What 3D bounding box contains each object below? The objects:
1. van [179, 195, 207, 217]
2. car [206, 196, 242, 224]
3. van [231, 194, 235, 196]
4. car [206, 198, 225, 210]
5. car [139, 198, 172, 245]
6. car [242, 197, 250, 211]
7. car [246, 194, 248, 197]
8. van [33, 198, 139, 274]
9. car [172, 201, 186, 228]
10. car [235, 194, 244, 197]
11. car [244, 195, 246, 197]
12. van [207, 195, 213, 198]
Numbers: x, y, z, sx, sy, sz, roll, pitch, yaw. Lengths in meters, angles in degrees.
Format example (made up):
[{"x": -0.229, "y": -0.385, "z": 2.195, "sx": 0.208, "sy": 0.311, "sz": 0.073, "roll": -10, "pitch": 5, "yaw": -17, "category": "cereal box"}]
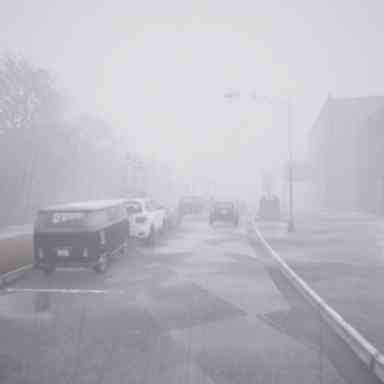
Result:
[{"x": -0.030, "y": 1.398, "z": 32.864, "sx": 1.878, "sy": 1.987, "sz": 4.442, "roll": -1, "pitch": 1, "yaw": 11, "category": "van"}, {"x": 2.576, "y": 1.451, "z": 25.635, "sx": 2.097, "sy": 1.767, "sz": 4.553, "roll": 0, "pitch": 0, "yaw": 9, "category": "car"}, {"x": 6.023, "y": 1.517, "z": 59.853, "sx": 1.878, "sy": 1.987, "sz": 4.442, "roll": 0, "pitch": 0, "yaw": 15, "category": "van"}, {"x": 3.509, "y": 1.713, "z": 48.942, "sx": 2.163, "sy": 1.488, "sz": 4.792, "roll": -1, "pitch": 1, "yaw": 11, "category": "car"}, {"x": -2.701, "y": 1.296, "z": 16.264, "sx": 2.435, "sy": 2.045, "sz": 5.566, "roll": -1, "pitch": 1, "yaw": 4, "category": "car"}, {"x": 5.976, "y": 1.726, "z": 42.692, "sx": 1.994, "sy": 1.385, "sz": 4.181, "roll": 0, "pitch": 0, "yaw": 12, "category": "car"}, {"x": 13.448, "y": 1.860, "z": 92.157, "sx": 2.097, "sy": 1.535, "sz": 5.008, "roll": 0, "pitch": 0, "yaw": 15, "category": "car"}, {"x": -3.237, "y": 1.291, "z": 10.788, "sx": 1.878, "sy": 1.987, "sz": 4.442, "roll": -1, "pitch": 1, "yaw": 3, "category": "van"}, {"x": -1.963, "y": 1.616, "z": 21.776, "sx": 2.002, "sy": 1.452, "sz": 4.674, "roll": -1, "pitch": 1, "yaw": 8, "category": "car"}, {"x": 9.988, "y": 1.564, "z": 77.119, "sx": 2.435, "sy": 2.045, "sz": 5.566, "roll": -1, "pitch": 0, "yaw": 14, "category": "car"}, {"x": 12.205, "y": 1.824, "z": 86.751, "sx": 2.097, "sy": 1.535, "sz": 5.008, "roll": 0, "pitch": 0, "yaw": 15, "category": "car"}, {"x": 2.050, "y": 1.435, "z": 42.595, "sx": 1.878, "sy": 1.987, "sz": 4.442, "roll": -1, "pitch": 1, "yaw": 11, "category": "van"}]
